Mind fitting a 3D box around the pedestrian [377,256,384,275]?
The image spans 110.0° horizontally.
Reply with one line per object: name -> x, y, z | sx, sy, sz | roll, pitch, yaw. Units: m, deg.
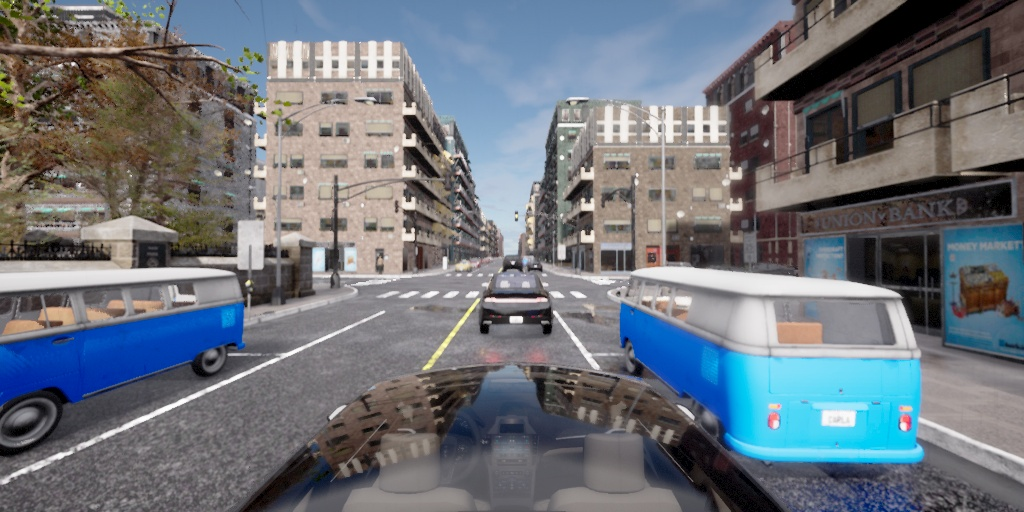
pedestrian -> -12.548, 0.866, 34.160 | 0.375, 1.860, 0.375 | 0, -1, 1

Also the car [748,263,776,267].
car -> 13.528, 1.268, 22.517 | 4.313, 1.339, 1.948 | 0, 0, 1

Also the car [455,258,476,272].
car -> -5.700, 1.162, 42.553 | 1.751, 1.417, 4.829 | 0, 0, 0

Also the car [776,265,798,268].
car -> 19.376, 1.298, 28.252 | 5.008, 1.535, 1.882 | 0, -1, 1

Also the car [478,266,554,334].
car -> 0.097, 1.217, 10.506 | 2.128, 1.511, 4.902 | 0, 0, 0

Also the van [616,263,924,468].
van -> 2.658, 1.082, 4.779 | 1.690, 1.789, 3.998 | 0, 0, 0

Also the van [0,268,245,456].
van -> -5.657, 1.082, 4.779 | 1.690, 1.789, 3.998 | 0, 0, 0

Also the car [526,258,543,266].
car -> 2.680, 1.202, 42.726 | 1.948, 1.339, 4.313 | 0, 0, 0

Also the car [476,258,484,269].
car -> -5.704, 1.046, 54.009 | 1.967, 1.591, 4.097 | 0, 0, 0

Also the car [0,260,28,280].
car -> -38.246, 0.981, 25.726 | 4.674, 1.442, 1.812 | 0, -1, 1

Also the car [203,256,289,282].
car -> -18.780, 0.914, 25.493 | 4.553, 1.767, 2.097 | 0, -1, 1

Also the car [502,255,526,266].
car -> 0.090, 0.864, 40.571 | 2.150, 2.045, 5.566 | 0, 0, 0
